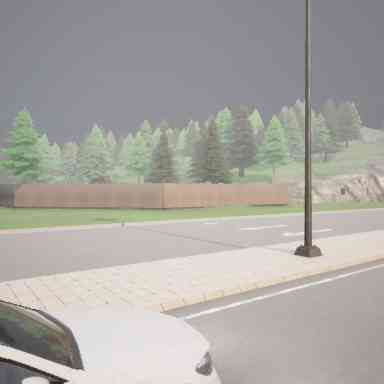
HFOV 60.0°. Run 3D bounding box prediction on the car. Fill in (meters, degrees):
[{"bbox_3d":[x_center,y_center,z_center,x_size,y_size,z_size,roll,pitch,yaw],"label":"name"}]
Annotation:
[{"bbox_3d":[-1.917,1.526,2.389,4.674,1.442,1.812,0,0,-35],"label":"car"}]
